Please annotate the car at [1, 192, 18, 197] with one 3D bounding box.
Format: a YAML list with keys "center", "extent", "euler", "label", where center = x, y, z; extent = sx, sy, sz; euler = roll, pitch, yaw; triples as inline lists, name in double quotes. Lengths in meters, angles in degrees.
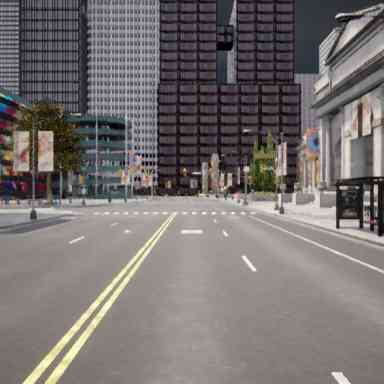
- center: [-46.031, 1.282, 81.377]
  extent: [4.674, 1.452, 2.002]
  euler: [0, 0, 0]
  label: "car"
